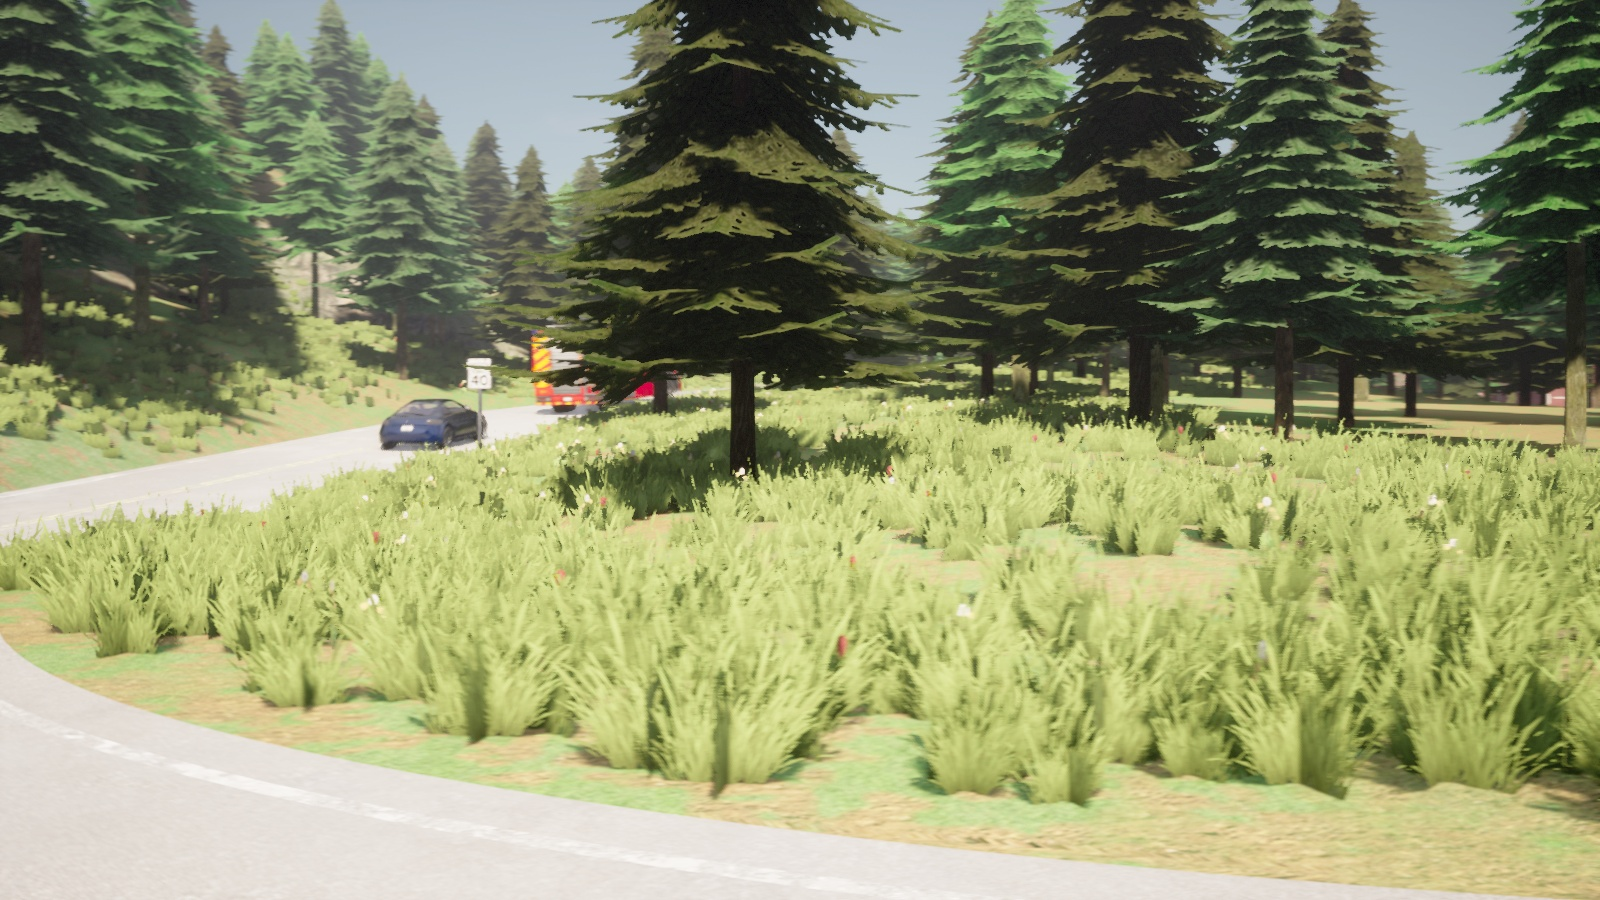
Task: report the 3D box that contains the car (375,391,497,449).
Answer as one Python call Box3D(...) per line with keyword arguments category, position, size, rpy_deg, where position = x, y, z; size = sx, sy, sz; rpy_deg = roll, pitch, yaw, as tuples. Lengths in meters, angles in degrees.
Box3D(category="car", position=(-10.752, -0.937, 37.410), size=(1.994, 1.385, 4.181), rpy_deg=(0, 6, 7))

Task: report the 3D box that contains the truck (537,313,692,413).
Box3D(category="truck", position=(-7.581, -3.788, 52.891), size=(2.891, 3.827, 8.468), rpy_deg=(0, 6, 18))
